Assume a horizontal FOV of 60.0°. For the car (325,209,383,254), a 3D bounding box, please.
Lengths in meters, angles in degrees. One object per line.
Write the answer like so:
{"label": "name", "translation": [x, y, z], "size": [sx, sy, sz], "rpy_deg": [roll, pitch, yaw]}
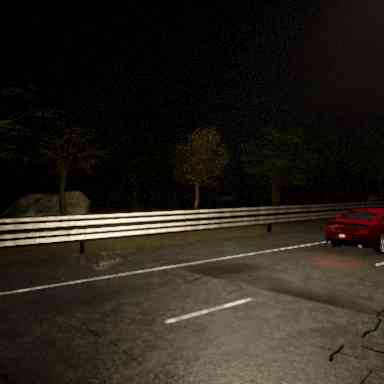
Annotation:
{"label": "car", "translation": [7.366, 1.401, 13.297], "size": [5.008, 1.535, 1.882], "rpy_deg": [0, 0, -35]}
